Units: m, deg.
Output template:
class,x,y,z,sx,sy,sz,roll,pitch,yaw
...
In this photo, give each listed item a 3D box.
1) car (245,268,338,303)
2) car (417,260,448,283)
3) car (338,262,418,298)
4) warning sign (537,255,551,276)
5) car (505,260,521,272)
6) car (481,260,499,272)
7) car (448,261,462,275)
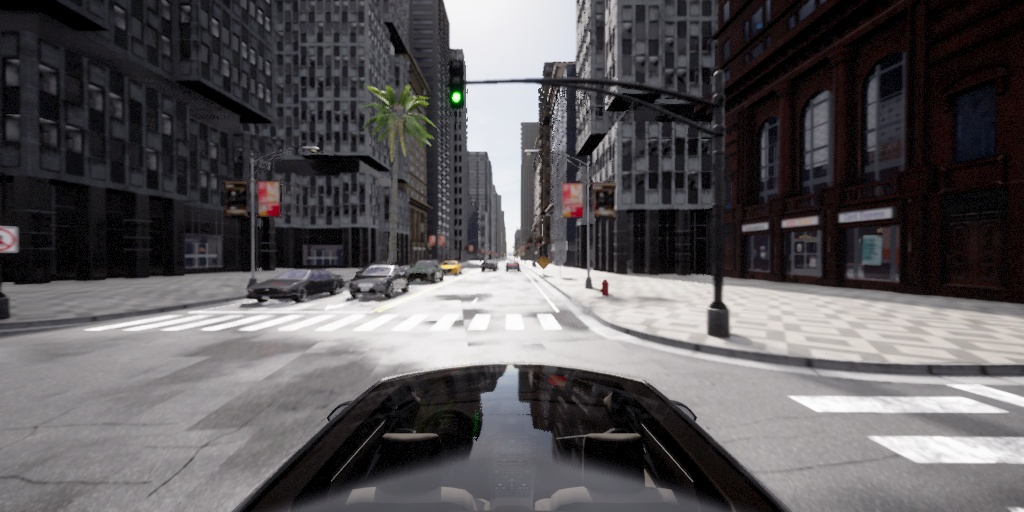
class,x,y,z,sx,sy,sz,roll,pitch,yaw
car,-9.849,1.286,16.982,2.033,1.411,5.357,0,0,0
car,-6.592,1.092,27.470,2.097,1.767,4.553,0,0,0
car,-6.610,1.225,18.374,2.128,1.511,4.902,0,0,-2
warning sign,2.858,0.851,32.319,1.300,1.860,1.060,0,0,0
car,0.116,1.301,48.380,2.128,1.511,4.902,0,0,0
car,-3.137,1.320,48.621,1.837,1.490,4.892,0,0,0
car,-6.580,1.249,38.693,1.882,1.535,5.008,0,0,0
